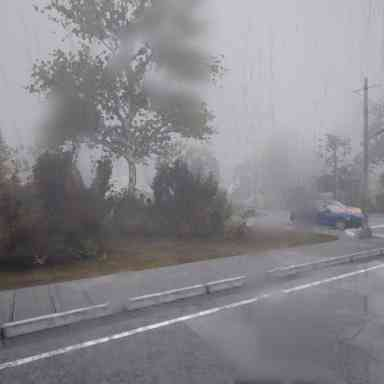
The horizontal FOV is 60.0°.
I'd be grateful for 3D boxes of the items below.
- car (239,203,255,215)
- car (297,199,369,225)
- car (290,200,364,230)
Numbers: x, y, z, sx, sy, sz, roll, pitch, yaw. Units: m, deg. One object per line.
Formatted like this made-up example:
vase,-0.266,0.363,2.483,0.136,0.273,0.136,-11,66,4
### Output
car,5.060,1.816,37.727,1.994,1.385,4.181,0,-1,-42
car,10.645,1.419,25.349,2.097,1.767,4.553,0,-1,-40
car,8.746,1.529,21.692,1.882,1.535,5.008,0,-1,-34
